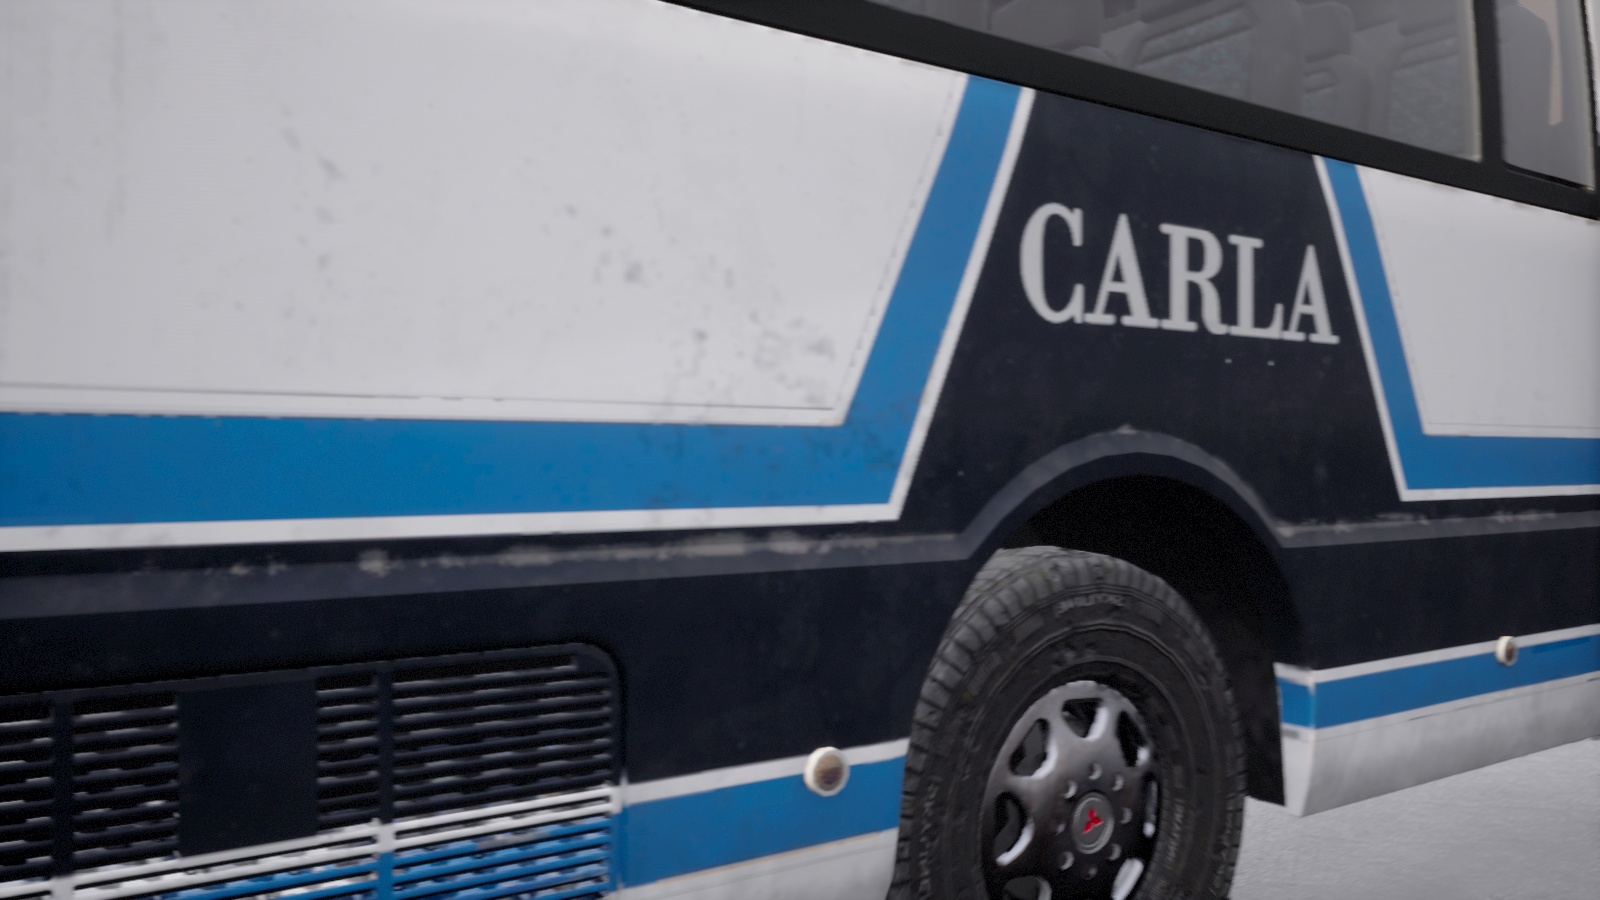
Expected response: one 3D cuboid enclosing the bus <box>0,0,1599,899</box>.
[{"bbox_3d":[-2.501,-0.620,2.533,10.273,4.253,3.944,0,0,-35],"label":"bus"}]
